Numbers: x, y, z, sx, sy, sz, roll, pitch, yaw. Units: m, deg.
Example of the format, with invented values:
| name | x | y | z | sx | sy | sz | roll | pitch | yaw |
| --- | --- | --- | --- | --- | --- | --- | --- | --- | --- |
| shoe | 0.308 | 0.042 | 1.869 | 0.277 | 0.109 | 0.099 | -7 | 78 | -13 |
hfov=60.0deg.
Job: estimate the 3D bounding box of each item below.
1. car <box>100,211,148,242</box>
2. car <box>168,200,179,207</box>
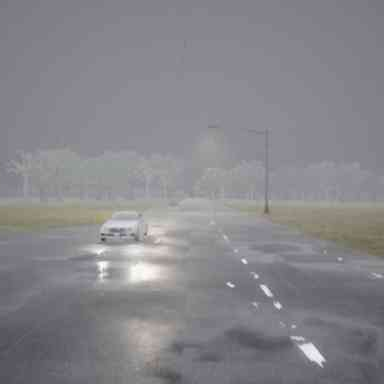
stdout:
| name | x | y | z | sx | sy | sz | roll | pitch | yaw |
| --- | --- | --- | --- | --- | --- | --- | --- | --- | --- |
| car | -3.440 | 1.723 | 17.562 | 1.812 | 1.442 | 4.674 | 0 | -2 | 0 |
| car | -3.503 | 2.148 | 64.000 | 2.033 | 1.411 | 5.357 | 0 | 0 | 0 |
